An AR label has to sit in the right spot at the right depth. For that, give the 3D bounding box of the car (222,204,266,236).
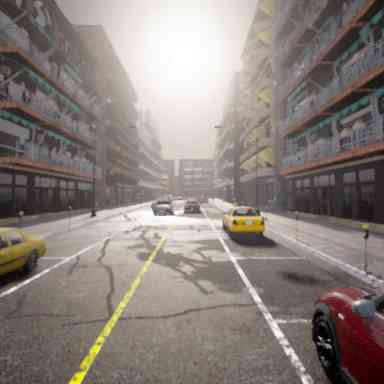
[{"bbox_3d":[2.742,1.461,18.524,1.801,1.575,5.366,0,0,0],"label":"car"}]

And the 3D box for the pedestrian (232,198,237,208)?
[{"bbox_3d":[2.741,1.301,21.530,0.375,1.860,0.375,1,-1,0],"label":"pedestrian"}]

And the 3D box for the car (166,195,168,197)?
[{"bbox_3d":[-5.325,1.558,52.799,1.752,1.417,4.829,1,0,0],"label":"car"}]

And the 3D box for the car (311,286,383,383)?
[{"bbox_3d":[2.576,1.440,2.931,1.967,1.590,4.097,1,0,0],"label":"car"}]

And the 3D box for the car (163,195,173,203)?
[{"bbox_3d":[-5.333,1.505,75.225,1.967,1.590,4.097,1,0,0],"label":"car"}]

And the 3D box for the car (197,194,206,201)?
[{"bbox_3d":[2.542,1.418,91.950,2.192,1.841,5.009,1,0,0],"label":"car"}]

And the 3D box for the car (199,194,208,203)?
[{"bbox_3d":[2.548,1.580,69.864,1.752,1.417,4.829,1,0,0],"label":"car"}]

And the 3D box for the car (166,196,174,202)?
[{"bbox_3d":[-5.336,1.602,80.618,1.752,1.417,4.829,1,0,0],"label":"car"}]

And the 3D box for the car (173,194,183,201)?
[{"bbox_3d":[-2.780,1.262,74.776,2.097,1.767,4.553,0,0,0],"label":"car"}]

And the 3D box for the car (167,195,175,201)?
[{"bbox_3d":[-5.339,1.614,86.183,1.752,1.417,4.829,1,0,0],"label":"car"}]

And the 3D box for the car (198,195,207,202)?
[{"bbox_3d":[2.545,1.516,80.821,1.967,1.590,4.097,1,0,0],"label":"car"}]

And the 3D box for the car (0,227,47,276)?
[{"bbox_3d":[-5.307,1.526,8.285,1.752,1.417,4.829,1,0,0],"label":"car"}]

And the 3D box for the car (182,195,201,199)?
[{"bbox_3d":[-0.013,1.593,48.841,1.994,1.385,4.181,0,0,0],"label":"car"}]

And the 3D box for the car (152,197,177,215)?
[{"bbox_3d":[-2.860,1.541,33.743,1.812,1.442,4.674,0,0,0],"label":"car"}]

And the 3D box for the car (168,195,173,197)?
[{"bbox_3d":[-5.330,1.613,64.096,1.947,1.339,4.313,1,0,0],"label":"car"}]

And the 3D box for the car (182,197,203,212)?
[{"bbox_3d":[0.046,1.621,38.825,1.895,1.301,4.718,0,0,0],"label":"car"}]

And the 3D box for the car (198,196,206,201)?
[{"bbox_3d":[2.541,1.671,86.385,1.802,1.307,4.206,1,0,0],"label":"car"}]
